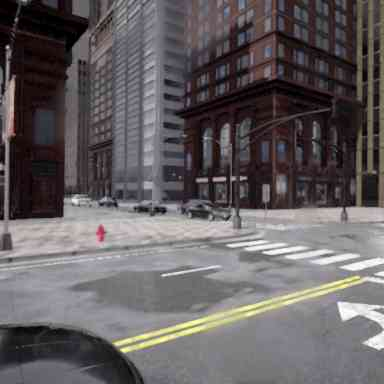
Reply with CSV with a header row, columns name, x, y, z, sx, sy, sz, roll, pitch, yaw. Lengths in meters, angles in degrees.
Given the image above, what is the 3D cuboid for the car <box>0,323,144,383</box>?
name,x,y,z,sx,sy,sz,roll,pitch,yaw
car,-2.548,1.489,1.623,4.902,1.511,2.128,0,0,-36

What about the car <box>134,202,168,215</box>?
name,x,y,z,sx,sy,sz,roll,pitch,yaw
car,-4.544,1.773,36.274,1.895,1.301,4.718,1,-1,-35

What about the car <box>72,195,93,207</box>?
name,x,y,z,sx,sy,sz,roll,pitch,yaw
car,-18.519,1.493,56.120,2.150,2.045,5.566,1,-1,-35

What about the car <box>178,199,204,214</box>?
name,x,y,z,sx,sy,sz,roll,pitch,yaw
car,0.397,1.540,34.822,2.097,1.767,4.553,1,-1,-35

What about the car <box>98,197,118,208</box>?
name,x,y,z,sx,sy,sz,roll,pitch,yaw
car,-13.964,1.652,55.057,2.097,1.767,4.553,1,-1,-35

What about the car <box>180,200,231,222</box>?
name,x,y,z,sx,sy,sz,roll,pitch,yaw
car,1.260,1.653,28.094,1.812,1.442,4.674,1,-1,-35
